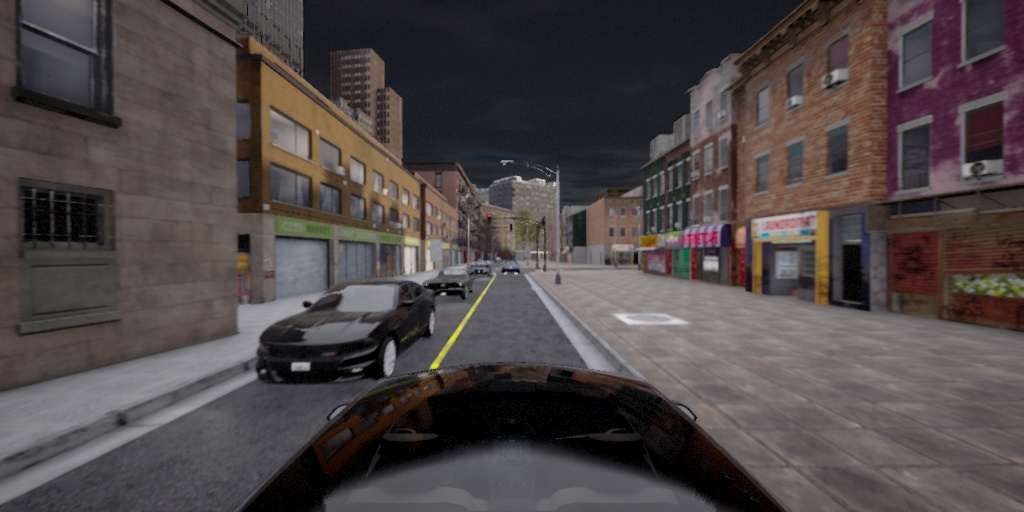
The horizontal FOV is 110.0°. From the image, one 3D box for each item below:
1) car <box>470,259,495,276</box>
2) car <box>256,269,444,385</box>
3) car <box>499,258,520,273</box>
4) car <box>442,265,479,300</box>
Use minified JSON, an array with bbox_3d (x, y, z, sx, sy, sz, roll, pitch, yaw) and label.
[{"bbox_3d":[-2.944,1.190,33.827,1.994,1.385,4.181,0,0,0],"label":"car"},{"bbox_3d":[-2.875,1.212,7.344,1.882,1.535,5.008,0,0,0],"label":"car"},{"bbox_3d":[-0.138,1.154,40.101,1.994,1.385,4.181,0,0,0],"label":"car"},{"bbox_3d":[-2.929,1.292,17.482,1.895,1.301,4.718,0,0,0],"label":"car"}]
